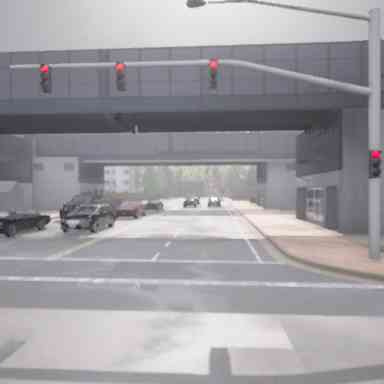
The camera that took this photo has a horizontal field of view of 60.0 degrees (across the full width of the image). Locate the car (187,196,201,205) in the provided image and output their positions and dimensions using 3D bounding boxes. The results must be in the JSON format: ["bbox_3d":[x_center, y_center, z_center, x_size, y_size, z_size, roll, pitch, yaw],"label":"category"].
[{"bbox_3d":[0.451,1.454,58.362,2.128,1.511,4.902,0,0,4],"label":"car"}]

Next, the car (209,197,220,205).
[{"bbox_3d":[3.936,1.523,58.032,1.994,1.385,4.181,0,0,4],"label":"car"}]

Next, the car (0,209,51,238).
[{"bbox_3d":[-9.641,1.598,18.024,1.895,1.301,4.718,0,0,4],"label":"car"}]

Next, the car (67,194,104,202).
[{"bbox_3d":[-8.911,1.212,27.763,2.150,2.045,5.566,0,0,4],"label":"car"}]

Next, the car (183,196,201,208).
[{"bbox_3d":[-0.262,1.517,48.701,2.033,1.411,5.357,0,0,4],"label":"car"}]

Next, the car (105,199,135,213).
[{"bbox_3d":[-8.145,1.530,38.195,2.033,1.411,5.357,0,0,4],"label":"car"}]

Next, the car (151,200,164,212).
[{"bbox_3d":[-4.548,1.580,39.317,1.895,1.301,4.718,0,0,4],"label":"car"}]

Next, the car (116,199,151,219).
[{"bbox_3d":[-5.300,1.464,29.222,1.882,1.535,5.008,0,0,4],"label":"car"}]

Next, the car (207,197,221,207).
[{"bbox_3d":[3.326,1.529,49.769,1.994,1.385,4.181,0,0,4],"label":"car"}]

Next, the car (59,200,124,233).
[{"bbox_3d":[-5.991,1.484,19.743,2.128,1.511,4.902,0,0,5],"label":"car"}]
